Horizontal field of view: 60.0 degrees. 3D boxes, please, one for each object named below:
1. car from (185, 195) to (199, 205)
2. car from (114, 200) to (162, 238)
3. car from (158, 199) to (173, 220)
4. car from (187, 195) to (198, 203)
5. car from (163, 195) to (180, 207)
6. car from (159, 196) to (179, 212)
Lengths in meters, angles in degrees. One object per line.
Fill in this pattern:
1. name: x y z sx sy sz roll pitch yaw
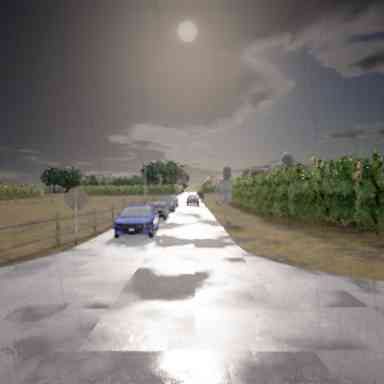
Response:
1. car: 0.120 1.248 50.274 1.812 1.442 4.674 0 0 0
2. car: -2.795 1.414 17.459 1.882 1.535 5.008 0 0 -2
3. car: -2.835 1.492 26.772 1.895 1.301 4.718 0 0 0
4. car: 0.098 1.224 60.005 1.895 1.301 4.718 0 1 0
5. car: -2.775 1.250 46.026 2.128 1.511 4.902 0 1 1
6. car: -2.820 1.189 35.757 2.097 1.767 4.553 0 0 0
